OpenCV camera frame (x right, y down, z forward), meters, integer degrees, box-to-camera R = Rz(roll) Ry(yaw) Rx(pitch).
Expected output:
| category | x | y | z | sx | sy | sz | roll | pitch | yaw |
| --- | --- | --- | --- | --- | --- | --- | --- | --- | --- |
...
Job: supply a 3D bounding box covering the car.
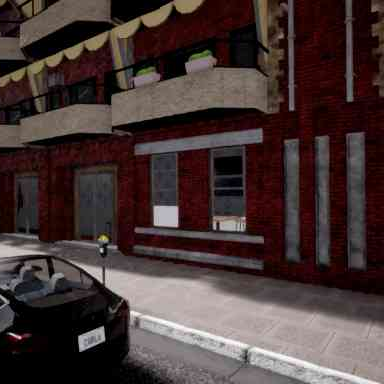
| category | x | y | z | sx | sy | sz | roll | pitch | yaw |
| --- | --- | --- | --- | --- | --- | --- | --- | --- | --- |
| car | -2.735 | 1.567 | 4.679 | 4.313 | 1.339 | 1.947 | 0 | -1 | 35 |
